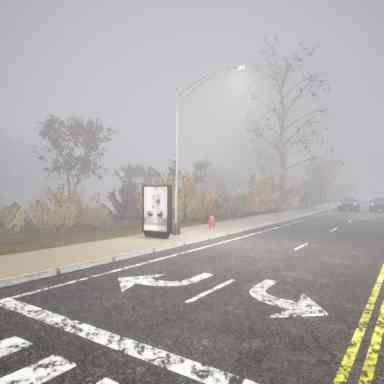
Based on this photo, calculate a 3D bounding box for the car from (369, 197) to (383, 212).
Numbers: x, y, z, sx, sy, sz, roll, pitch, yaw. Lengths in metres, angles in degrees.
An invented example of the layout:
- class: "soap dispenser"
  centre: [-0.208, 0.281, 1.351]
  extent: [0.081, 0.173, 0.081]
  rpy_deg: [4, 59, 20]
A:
- class: "car"
  centre: [21.536, 1.392, 38.056]
  extent: [2.097, 1.767, 4.553]
  rpy_deg: [0, 0, 31]

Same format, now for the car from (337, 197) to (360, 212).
- class: "car"
  centre: [18.736, 1.389, 39.706]
  extent: [2.097, 1.767, 4.553]
  rpy_deg: [0, 0, 31]
